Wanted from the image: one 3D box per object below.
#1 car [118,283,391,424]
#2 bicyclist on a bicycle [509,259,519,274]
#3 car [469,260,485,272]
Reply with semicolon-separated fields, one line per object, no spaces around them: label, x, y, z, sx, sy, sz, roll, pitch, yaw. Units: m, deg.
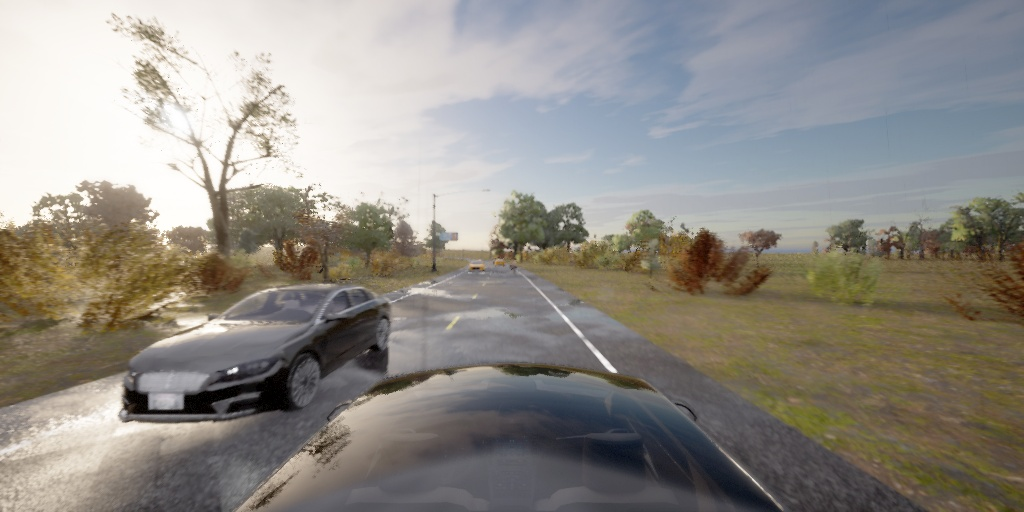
car;-3.611;1.258;6.185;2.128;1.511;4.902;0;0;0
bicyclist on a bicycle;0.315;1.237;38.914;0.866;1.612;1.509;0;0;-2
car;-4.534;1.302;46.961;1.882;1.535;5.008;0;0;-2
